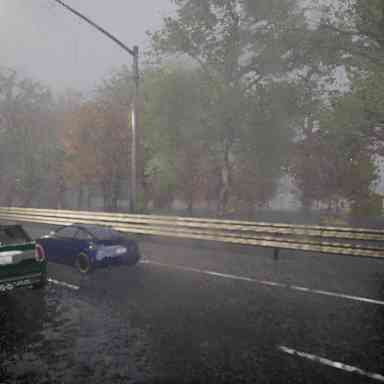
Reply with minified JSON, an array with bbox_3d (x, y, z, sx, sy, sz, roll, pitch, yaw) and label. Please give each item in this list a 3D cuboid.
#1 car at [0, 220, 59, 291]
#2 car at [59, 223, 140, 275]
[{"bbox_3d":[-5.590,1.448,8.232,4.553,1.767,2.097,0,-1,38],"label":"car"},{"bbox_3d":[-3.693,1.731,11.184,4.181,1.385,1.994,0,-1,38],"label":"car"}]
